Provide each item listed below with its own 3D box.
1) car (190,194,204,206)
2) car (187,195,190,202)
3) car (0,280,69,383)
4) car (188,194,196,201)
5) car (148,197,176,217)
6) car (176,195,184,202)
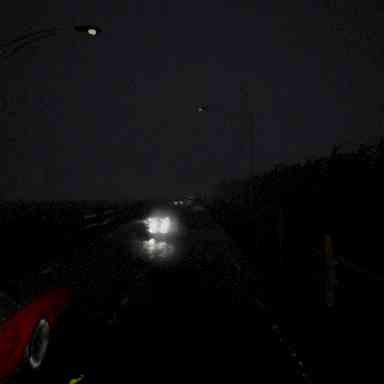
[{"bbox_3d":[0.958,1.422,52.552,1.837,1.490,4.892,0,0,0],"label":"car"},{"bbox_3d":[-0.005,1.313,70.116,2.128,1.511,4.902,0,0,0],"label":"car"},{"bbox_3d":[-2.838,1.595,2.898,1.895,1.301,4.718,0,0,0],"label":"car"},{"bbox_3d":[-0.006,1.294,80.906,1.812,1.442,4.674,0,0,0],"label":"car"},{"bbox_3d":[-2.849,1.442,30.176,2.128,1.511,4.902,0,0,0],"label":"car"},{"bbox_3d":[-2.756,1.397,71.292,2.033,1.411,5.357,0,0,0],"label":"car"}]
